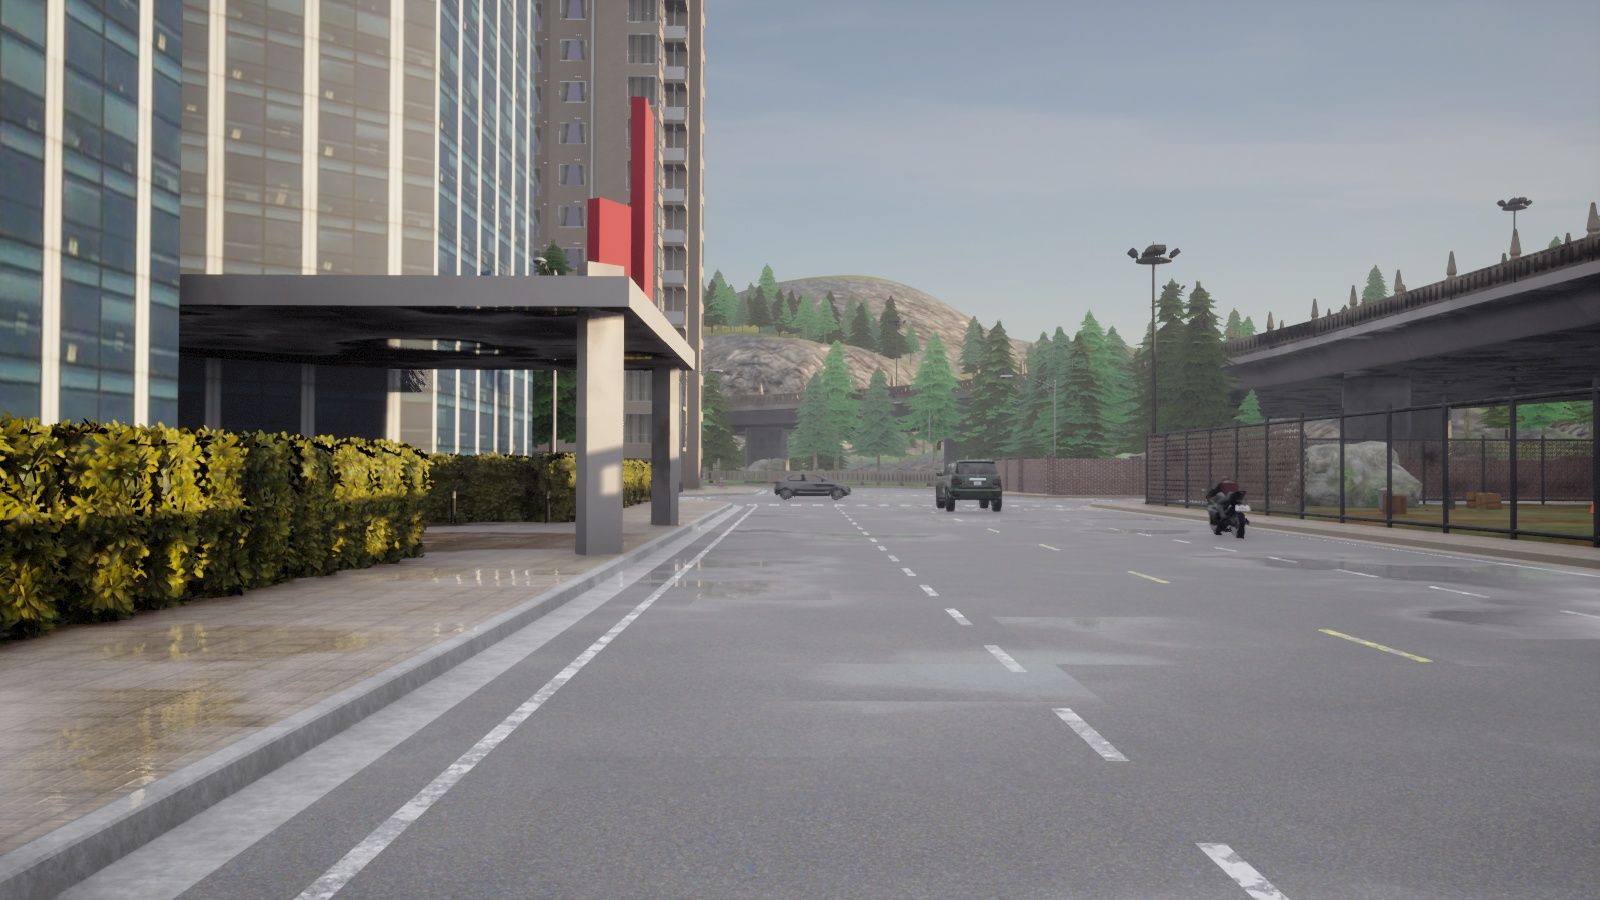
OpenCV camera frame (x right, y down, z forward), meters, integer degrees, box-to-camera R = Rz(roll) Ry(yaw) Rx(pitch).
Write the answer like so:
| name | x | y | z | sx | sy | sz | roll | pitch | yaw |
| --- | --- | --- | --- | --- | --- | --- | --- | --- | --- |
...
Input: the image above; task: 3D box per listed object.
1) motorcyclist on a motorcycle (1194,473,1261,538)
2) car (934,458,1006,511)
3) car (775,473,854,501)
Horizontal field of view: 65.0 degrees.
| name | x | y | z | sx | sy | sz | roll | pitch | yaw |
| --- | --- | --- | --- | --- | --- | --- | --- | --- | --- |
| motorcyclist on a motorcycle | 10.418 | 1.322 | 30.699 | 0.866 | 1.530 | 2.191 | 0 | -1 | 0 |
| car | 6.863 | 1.363 | 51.157 | 2.150 | 2.045 | 5.566 | 0 | -1 | 0 |
| car | 0.786 | 1.972 | 68.045 | 4.193 | 1.474 | 1.816 | 0 | -1 | 0 |
